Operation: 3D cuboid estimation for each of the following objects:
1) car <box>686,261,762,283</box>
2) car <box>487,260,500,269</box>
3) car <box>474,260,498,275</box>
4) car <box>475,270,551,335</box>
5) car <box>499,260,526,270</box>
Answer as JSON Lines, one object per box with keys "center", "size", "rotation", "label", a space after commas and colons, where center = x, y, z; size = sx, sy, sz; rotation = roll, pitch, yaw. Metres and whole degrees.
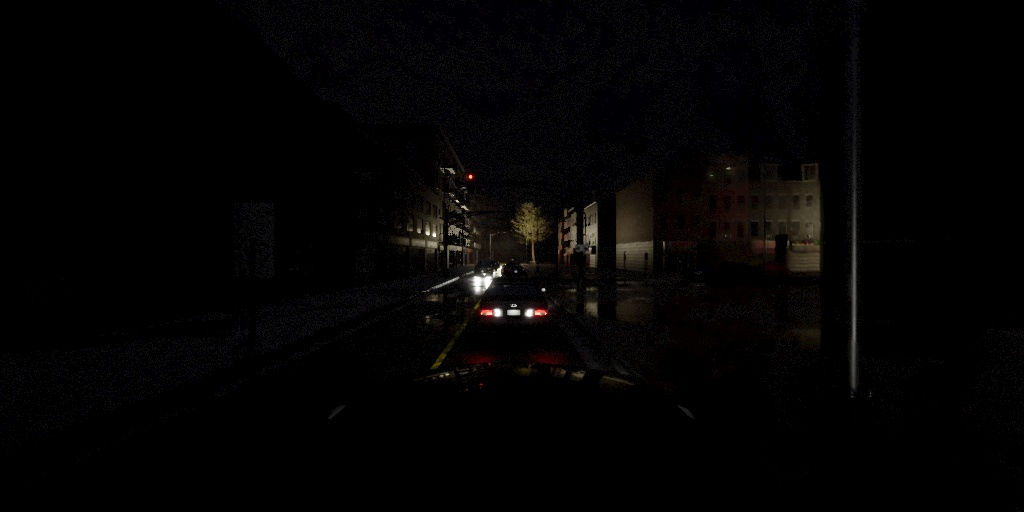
{"center": [15.335, 1.135, 26.049], "size": [5.008, 1.535, 1.882], "rotation": [0, 0, 0], "label": "car"}
{"center": [-2.945, 1.343, 57.764], "size": [1.994, 1.385, 4.181], "rotation": [0, 0, -1], "label": "car"}
{"center": [-2.908, 1.250, 37.934], "size": [2.128, 1.511, 4.902], "rotation": [0, 0, 0], "label": "car"}
{"center": [0.048, 1.297, 10.435], "size": [2.033, 1.411, 5.357], "rotation": [0, 0, 0], "label": "car"}
{"center": [0.157, 1.319, 32.969], "size": [1.994, 1.385, 4.181], "rotation": [0, 0, -6], "label": "car"}
